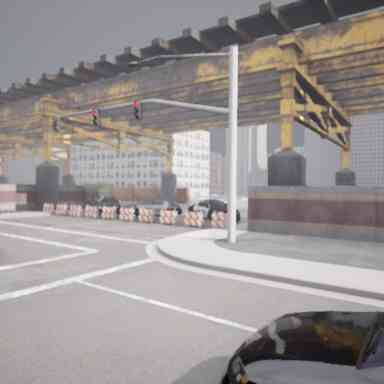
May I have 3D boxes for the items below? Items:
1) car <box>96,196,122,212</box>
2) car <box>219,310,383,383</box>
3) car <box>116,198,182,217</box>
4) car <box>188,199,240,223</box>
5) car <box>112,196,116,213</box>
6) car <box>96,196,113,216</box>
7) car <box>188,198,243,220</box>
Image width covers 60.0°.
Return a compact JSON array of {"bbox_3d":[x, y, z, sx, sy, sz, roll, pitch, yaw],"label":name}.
[{"bbox_3d":[-7.044,0.986,28.570,1.853,1.218,4.536,1,0,-11],"label":"car"},{"bbox_3d":[2.251,1.572,2.364,4.181,1.385,1.994,1,1,36],"label":"car"},{"bbox_3d":[-3.230,1.051,25.845,4.536,1.218,1.853,1,0,-1],"label":"car"},{"bbox_3d":[1.538,1.283,23.361,2.038,1.542,4.974,0,1,-26],"label":"car"},{"bbox_3d":[-3.284,1.208,25.845,4.974,1.542,2.038,1,0,-1],"label":"car"},{"bbox_3d":[-7.035,1.144,28.520,2.038,1.542,4.974,1,0,-11],"label":"car"},{"bbox_3d":[1.517,1.125,23.407,1.853,1.218,4.536,0,1,-26],"label":"car"}]
